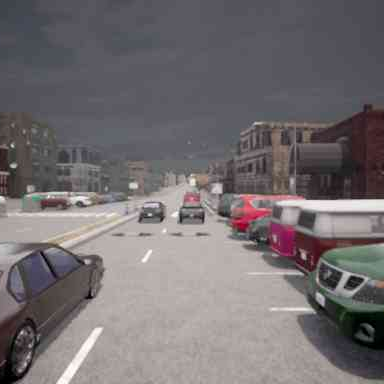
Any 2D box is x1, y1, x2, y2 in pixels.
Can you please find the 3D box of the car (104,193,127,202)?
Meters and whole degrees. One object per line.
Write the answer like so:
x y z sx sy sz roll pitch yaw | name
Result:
-16.291 1.192 71.085 4.553 1.767 2.185 0 0 0 | car

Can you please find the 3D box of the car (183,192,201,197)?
-0.019 1.017 42.941 2.150 2.045 5.566 0 0 0 | car

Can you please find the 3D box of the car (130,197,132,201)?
-16.347 1.381 73.839 4.674 1.452 2.002 0 0 0 | car

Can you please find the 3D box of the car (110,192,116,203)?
-16.225 1.256 57.305 4.892 1.521 2.231 0 0 0 | car

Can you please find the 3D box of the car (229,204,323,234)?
4.600 1.470 18.813 4.792 1.488 2.163 0 0 0 | car

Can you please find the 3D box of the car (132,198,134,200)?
-16.179 1.365 76.598 5.366 1.575 1.946 0 -1 0 | car

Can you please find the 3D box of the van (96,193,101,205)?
-16.272 1.034 49.157 4.442 1.987 1.878 0 0 0 | van

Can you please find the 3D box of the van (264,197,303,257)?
4.776 1.242 10.477 4.442 1.987 1.878 0 0 0 | van

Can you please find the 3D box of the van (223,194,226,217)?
4.502 1.201 21.718 4.442 1.987 1.878 0 0 0 | van

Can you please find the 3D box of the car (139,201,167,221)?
-2.999 1.448 26.004 1.812 1.442 4.674 0 0 0 | car

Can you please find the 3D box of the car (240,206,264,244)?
4.639 1.462 13.259 4.892 1.521 2.231 0 0 0 | car

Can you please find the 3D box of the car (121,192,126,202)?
-16.286 1.281 65.573 5.008 1.535 2.097 0 0 0 | car

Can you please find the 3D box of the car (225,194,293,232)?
4.664 1.199 16.159 5.566 2.045 2.435 0 0 0 | car

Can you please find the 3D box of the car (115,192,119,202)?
-16.245 1.261 60.061 4.892 1.521 2.231 0 0 0 | car

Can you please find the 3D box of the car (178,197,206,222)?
0.002 1.416 25.338 2.128 1.511 4.902 0 0 0 | car

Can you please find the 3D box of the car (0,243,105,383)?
-2.926 1.544 5.329 2.033 1.411 5.357 0 0 0 | car

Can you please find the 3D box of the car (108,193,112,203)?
-16.168 1.282 54.549 4.792 1.488 2.163 0 0 0 | car

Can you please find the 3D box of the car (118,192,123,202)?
-16.256 1.269 62.817 5.008 1.535 2.097 0 0 0 | car

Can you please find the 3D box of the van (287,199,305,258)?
4.786 1.247 7.823 4.442 1.987 1.878 0 0 0 | van

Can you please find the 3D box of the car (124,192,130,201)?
-16.331 1.046 68.331 5.566 2.045 2.435 0 0 0 | car

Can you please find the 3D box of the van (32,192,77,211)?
-15.955 1.092 38.011 4.442 1.987 1.878 0 0 0 | van

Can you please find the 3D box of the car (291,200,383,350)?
4.655 1.226 4.923 5.566 2.045 2.435 0 0 0 | car

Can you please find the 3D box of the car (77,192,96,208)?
-16.085 1.031 43.522 5.566 2.045 2.435 0 0 0 | car

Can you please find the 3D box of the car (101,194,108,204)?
-16.183 1.255 51.793 5.008 1.535 2.097 0 0 0 | car
